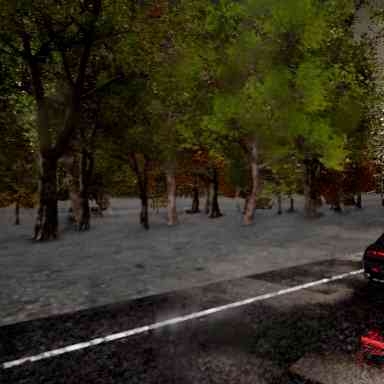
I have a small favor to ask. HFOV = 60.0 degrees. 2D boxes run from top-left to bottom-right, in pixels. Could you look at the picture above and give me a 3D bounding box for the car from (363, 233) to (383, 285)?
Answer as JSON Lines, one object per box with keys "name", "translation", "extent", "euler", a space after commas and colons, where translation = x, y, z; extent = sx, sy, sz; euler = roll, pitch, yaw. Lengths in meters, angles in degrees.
{"name": "car", "translation": [6.153, 1.501, 8.261], "extent": [4.892, 1.490, 1.837], "euler": [0, 0, -35]}
